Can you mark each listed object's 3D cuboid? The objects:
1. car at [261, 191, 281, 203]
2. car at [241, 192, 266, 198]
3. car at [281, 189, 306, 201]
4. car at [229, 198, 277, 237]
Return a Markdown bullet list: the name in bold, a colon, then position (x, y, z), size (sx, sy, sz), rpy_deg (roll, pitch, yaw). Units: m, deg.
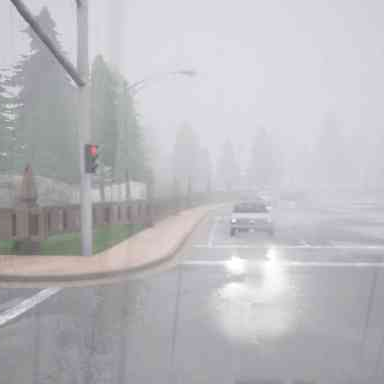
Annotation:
- **car**: position (7.671, 0.645, 34.907), size (1.812, 1.442, 4.674), rpy_deg (0, 1, 27)
- **car**: position (4.439, 0.925, 25.449), size (1.994, 1.385, 4.181), rpy_deg (0, 1, 13)
- **car**: position (13.262, 0.345, 43.618), size (1.882, 1.535, 5.008), rpy_deg (0, 1, 40)
- **car**: position (2.721, 1.194, 15.638), size (1.895, 1.301, 4.718), rpy_deg (0, 1, 8)
